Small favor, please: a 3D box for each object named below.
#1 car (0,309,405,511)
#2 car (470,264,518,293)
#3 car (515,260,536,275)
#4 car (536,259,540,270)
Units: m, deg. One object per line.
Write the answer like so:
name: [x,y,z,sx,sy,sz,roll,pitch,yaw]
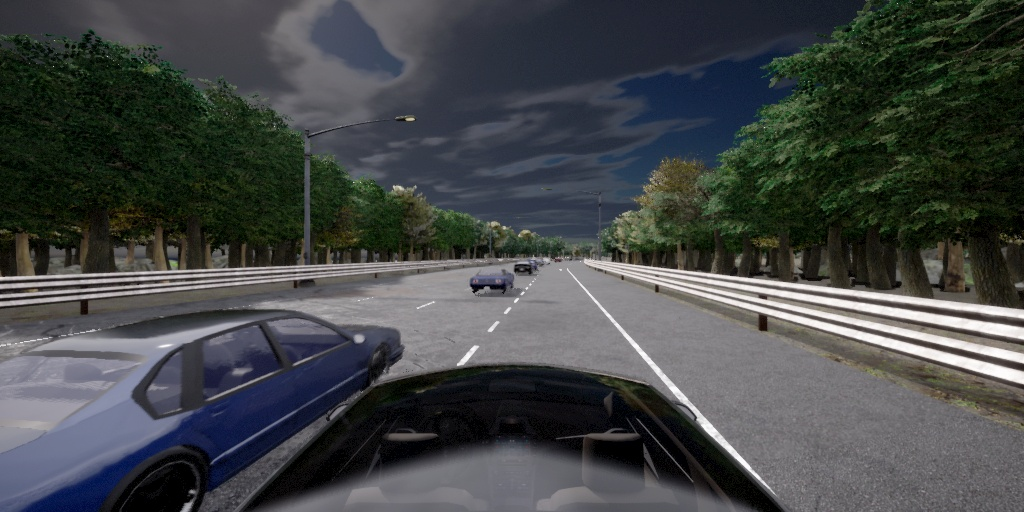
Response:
car: [-3.046,1.297,3.796,2.033,1.411,5.357,0,0,7]
car: [-1.005,1.351,20.705,1.895,1.301,4.718,0,0,7]
car: [1.334,1.228,40.071,1.882,1.535,5.008,0,0,7]
car: [2.609,1.284,50.433,1.812,1.442,4.674,0,0,7]
